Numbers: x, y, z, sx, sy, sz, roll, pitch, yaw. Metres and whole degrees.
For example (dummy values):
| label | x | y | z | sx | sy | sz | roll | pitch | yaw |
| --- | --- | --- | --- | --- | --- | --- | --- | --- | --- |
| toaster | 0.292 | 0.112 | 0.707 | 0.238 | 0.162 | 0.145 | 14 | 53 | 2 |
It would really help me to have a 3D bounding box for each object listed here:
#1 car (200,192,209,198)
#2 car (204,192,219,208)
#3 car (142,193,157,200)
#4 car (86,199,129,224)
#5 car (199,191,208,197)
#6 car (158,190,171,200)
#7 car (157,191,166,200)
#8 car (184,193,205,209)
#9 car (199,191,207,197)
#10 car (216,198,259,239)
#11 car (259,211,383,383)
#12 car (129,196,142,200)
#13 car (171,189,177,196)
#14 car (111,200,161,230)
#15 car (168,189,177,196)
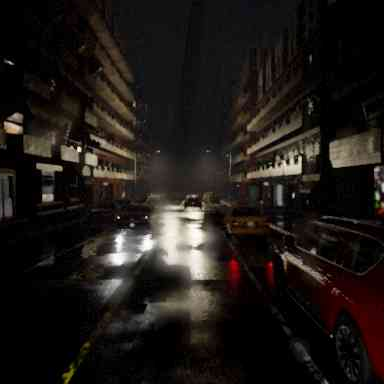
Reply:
| label | x | y | z | sx | sy | sz | roll | pitch | yaw |
| --- | --- | --- | --- | --- | --- | --- | --- | --- | --- |
| car | 2.896 | 0.632 | 77.915 | 1.947 | 1.339 | 4.313 | -1 | 1 | 0 |
| car | 2.803 | 0.990 | 44.475 | 1.752 | 1.417 | 4.829 | -1 | 1 | 0 |
| car | -5.592 | 1.084 | 38.756 | 2.008 | 1.369 | 4.403 | -1 | 1 | 0 |
| car | -5.639 | 1.316 | 21.951 | 1.802 | 1.307 | 4.206 | -1 | 1 | 0 |
| car | 2.912 | 0.551 | 83.518 | 2.008 | 1.369 | 4.403 | -1 | 1 | 0 |
| car | -5.533 | 0.580 | 61.160 | 2.192 | 1.841 | 5.009 | -1 | 1 | 0 |
| car | -5.561 | 0.949 | 49.959 | 2.008 | 1.369 | 4.403 | -1 | 1 | 0 |
| car | 0.145 | 1.116 | 37.151 | 1.994 | 1.385 | 4.181 | 0 | 1 | 1 |
| car | 2.928 | 0.457 | 89.288 | 1.752 | 1.417 | 4.829 | -1 | 1 | 0 |
| car | 2.396 | 1.261 | 16.118 | 1.801 | 1.575 | 5.366 | 0 | 1 | 0 |
| car | 2.691 | 1.252 | 5.092 | 2.192 | 1.841 | 5.009 | -1 | 1 | 0 |
| car | -5.623 | 1.249 | 27.553 | 1.802 | 1.307 | 4.206 | -1 | 1 | 0 |
| car | -5.453 | 0.484 | 89.170 | 2.008 | 1.369 | 4.403 | -1 | 1 | 0 |
| car | -3.046 | 1.368 | 19.243 | 1.895 | 1.301 | 4.718 | 0 | 1 | 0 |
| car | -5.440 | 0.182 | 94.770 | 2.192 | 1.841 | 5.009 | -1 | 1 | 0 |
